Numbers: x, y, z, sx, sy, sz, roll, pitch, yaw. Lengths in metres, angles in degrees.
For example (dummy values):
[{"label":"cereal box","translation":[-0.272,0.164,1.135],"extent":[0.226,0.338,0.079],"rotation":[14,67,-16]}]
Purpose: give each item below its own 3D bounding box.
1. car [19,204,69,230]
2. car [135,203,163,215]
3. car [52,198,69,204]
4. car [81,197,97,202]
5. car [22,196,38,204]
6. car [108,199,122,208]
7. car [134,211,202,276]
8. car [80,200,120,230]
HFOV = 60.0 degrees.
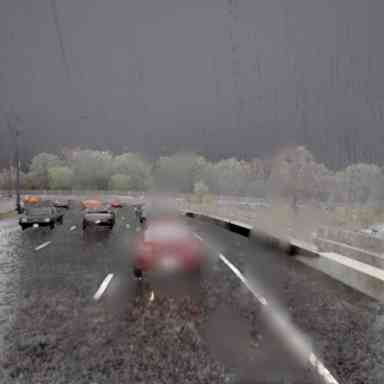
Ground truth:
[{"label":"car","translation":[-9.497,1.662,21.457],"extent":[1.895,1.301,4.718],"rotation":[0,0,-12]},{"label":"car","translation":[-3.407,1.601,26.343],"extent":[2.033,1.411,5.357],"rotation":[0,0,-14]},{"label":"car","translation":[-18.393,1.616,46.651],"extent":[2.128,1.511,4.902],"rotation":[0,0,-26]},{"label":"car","translation":[-13.955,1.466,45.441],"extent":[2.097,1.767,4.553],"rotation":[0,0,-25]},{"label":"car","translation":[-34.104,1.563,69.793],"extent":[2.097,1.767,4.553],"rotation":[0,0,-43]},{"label":"car","translation":[-11.575,1.675,48.548],"extent":[1.994,1.385,4.181],"rotation":[0,0,-26]},{"label":"car","translation":[-0.784,1.545,10.368],"extent":[1.812,1.442,4.674],"rotation":[0,0,-6]},{"label":"car","translation":[-6.013,1.545,21.831],"extent":[2.128,1.511,4.902],"rotation":[0,0,-12]}]
